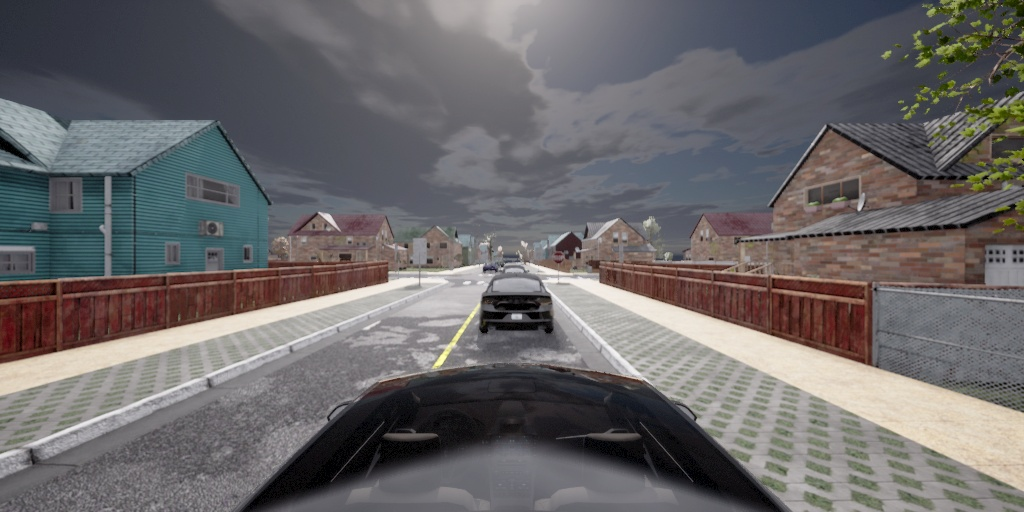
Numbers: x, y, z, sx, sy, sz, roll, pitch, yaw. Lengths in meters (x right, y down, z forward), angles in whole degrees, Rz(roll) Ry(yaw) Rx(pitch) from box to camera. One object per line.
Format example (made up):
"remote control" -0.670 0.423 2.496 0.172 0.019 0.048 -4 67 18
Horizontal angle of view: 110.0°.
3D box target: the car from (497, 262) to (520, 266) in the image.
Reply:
"car" 0.146 1.316 23.186 1.812 1.442 4.674 0 0 0

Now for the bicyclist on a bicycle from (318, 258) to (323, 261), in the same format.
"bicyclist on a bicycle" -20.075 1.021 37.563 0.582 1.620 1.656 0 0 0

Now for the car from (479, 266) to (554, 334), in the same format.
"car" 0.117 1.243 10.756 1.882 1.535 5.008 0 0 0

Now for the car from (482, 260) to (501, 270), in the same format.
"car" -2.747 1.480 46.221 1.895 1.301 4.718 0 0 0

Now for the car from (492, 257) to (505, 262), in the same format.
"car" -2.669 1.213 63.878 2.150 2.045 5.566 0 -1 1
